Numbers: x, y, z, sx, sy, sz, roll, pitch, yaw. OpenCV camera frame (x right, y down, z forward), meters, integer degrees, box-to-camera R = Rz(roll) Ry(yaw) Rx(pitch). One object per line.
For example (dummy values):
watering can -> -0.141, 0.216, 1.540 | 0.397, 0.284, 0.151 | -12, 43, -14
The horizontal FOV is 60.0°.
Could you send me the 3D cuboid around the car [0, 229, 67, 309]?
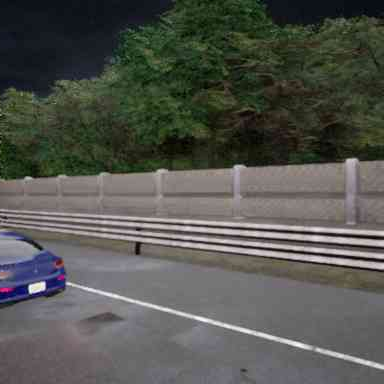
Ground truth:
car -> -4.644, 1.553, 7.342 | 4.674, 1.442, 1.812 | 0, 0, 36
